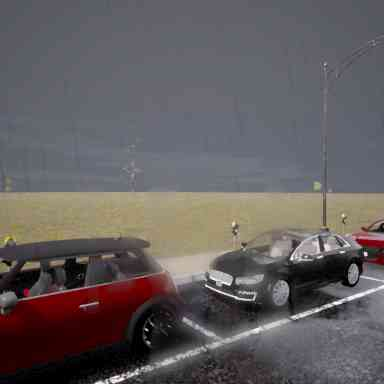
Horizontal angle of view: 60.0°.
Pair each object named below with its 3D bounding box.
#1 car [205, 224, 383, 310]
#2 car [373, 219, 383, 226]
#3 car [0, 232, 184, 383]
[{"bbox_3d":[2.302,1.552,7.735,4.403,1.369,2.008,0,1,-36],"label":"car"},{"bbox_3d":[6.807,1.548,10.954,4.507,1.381,1.887,0,1,-36],"label":"car"},{"bbox_3d":[-2.202,1.440,4.516,4.097,1.590,1.967,0,1,-36],"label":"car"}]
